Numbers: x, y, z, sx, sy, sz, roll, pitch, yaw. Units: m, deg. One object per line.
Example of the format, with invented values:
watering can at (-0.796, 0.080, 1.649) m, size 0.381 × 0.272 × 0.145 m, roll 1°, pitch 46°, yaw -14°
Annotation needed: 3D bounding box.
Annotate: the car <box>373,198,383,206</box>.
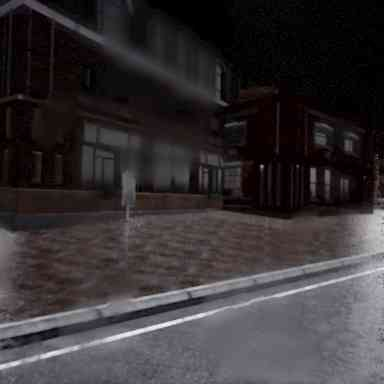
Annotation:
car at (32.364, 1.822, 57.572) m, size 2.128 × 1.511 × 4.902 m, roll 2°, pitch 0°, yaw -11°
